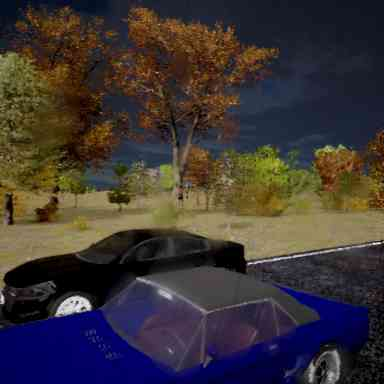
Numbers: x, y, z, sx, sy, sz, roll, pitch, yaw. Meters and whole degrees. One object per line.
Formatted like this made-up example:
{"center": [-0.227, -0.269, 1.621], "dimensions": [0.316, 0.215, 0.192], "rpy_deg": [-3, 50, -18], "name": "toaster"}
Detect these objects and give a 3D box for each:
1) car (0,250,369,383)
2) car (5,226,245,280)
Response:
{"center": [-0.173, 1.624, 3.557], "dimensions": [4.718, 1.301, 1.895], "rpy_deg": [1, -1, -35], "name": "car"}
{"center": [-1.063, 1.516, 6.916], "dimensions": [5.008, 1.535, 1.882], "rpy_deg": [1, -1, -35], "name": "car"}
